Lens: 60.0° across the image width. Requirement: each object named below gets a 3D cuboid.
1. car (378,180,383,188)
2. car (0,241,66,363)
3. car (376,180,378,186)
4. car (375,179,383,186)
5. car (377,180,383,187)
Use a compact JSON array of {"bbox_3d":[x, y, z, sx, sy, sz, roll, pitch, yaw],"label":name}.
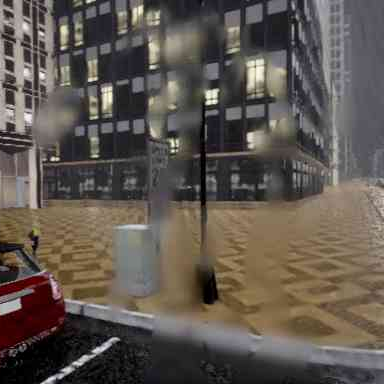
[{"bbox_3d":[34.613,-1.371,58.923,1.887,1.381,4.507,1,3,26],"label":"car"},{"bbox_3d":[-3.890,1.388,4.795,4.097,1.590,1.967,0,1,26],"label":"car"},{"bbox_3d":[37.059,-1.599,63.927,2.008,1.369,4.403,1,3,26],"label":"car"},{"bbox_3d":[41.952,-2.074,73.935,1.887,1.381,4.507,1,3,26],"label":"car"},{"bbox_3d":[39.506,-1.818,68.932,1.947,1.339,4.313,1,3,26],"label":"car"}]
